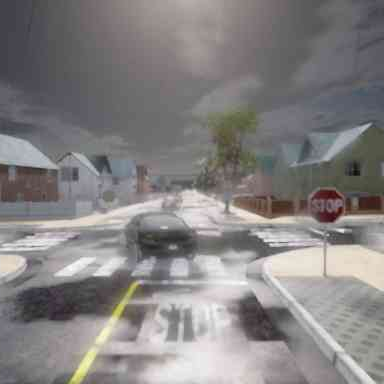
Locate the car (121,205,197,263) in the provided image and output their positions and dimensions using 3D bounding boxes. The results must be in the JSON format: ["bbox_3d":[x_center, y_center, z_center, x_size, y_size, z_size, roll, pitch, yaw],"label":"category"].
[{"bbox_3d":[-1.347,1.468,12.110,1.882,1.535,5.008,0,0,-19],"label":"car"}]

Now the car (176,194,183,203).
[{"bbox_3d":[-2.752,1.255,63.702,2.097,1.767,4.553,0,0,0],"label":"car"}]

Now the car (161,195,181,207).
[{"bbox_3d":[-2.842,1.431,41.932,2.128,1.511,4.902,0,0,0],"label":"car"}]
